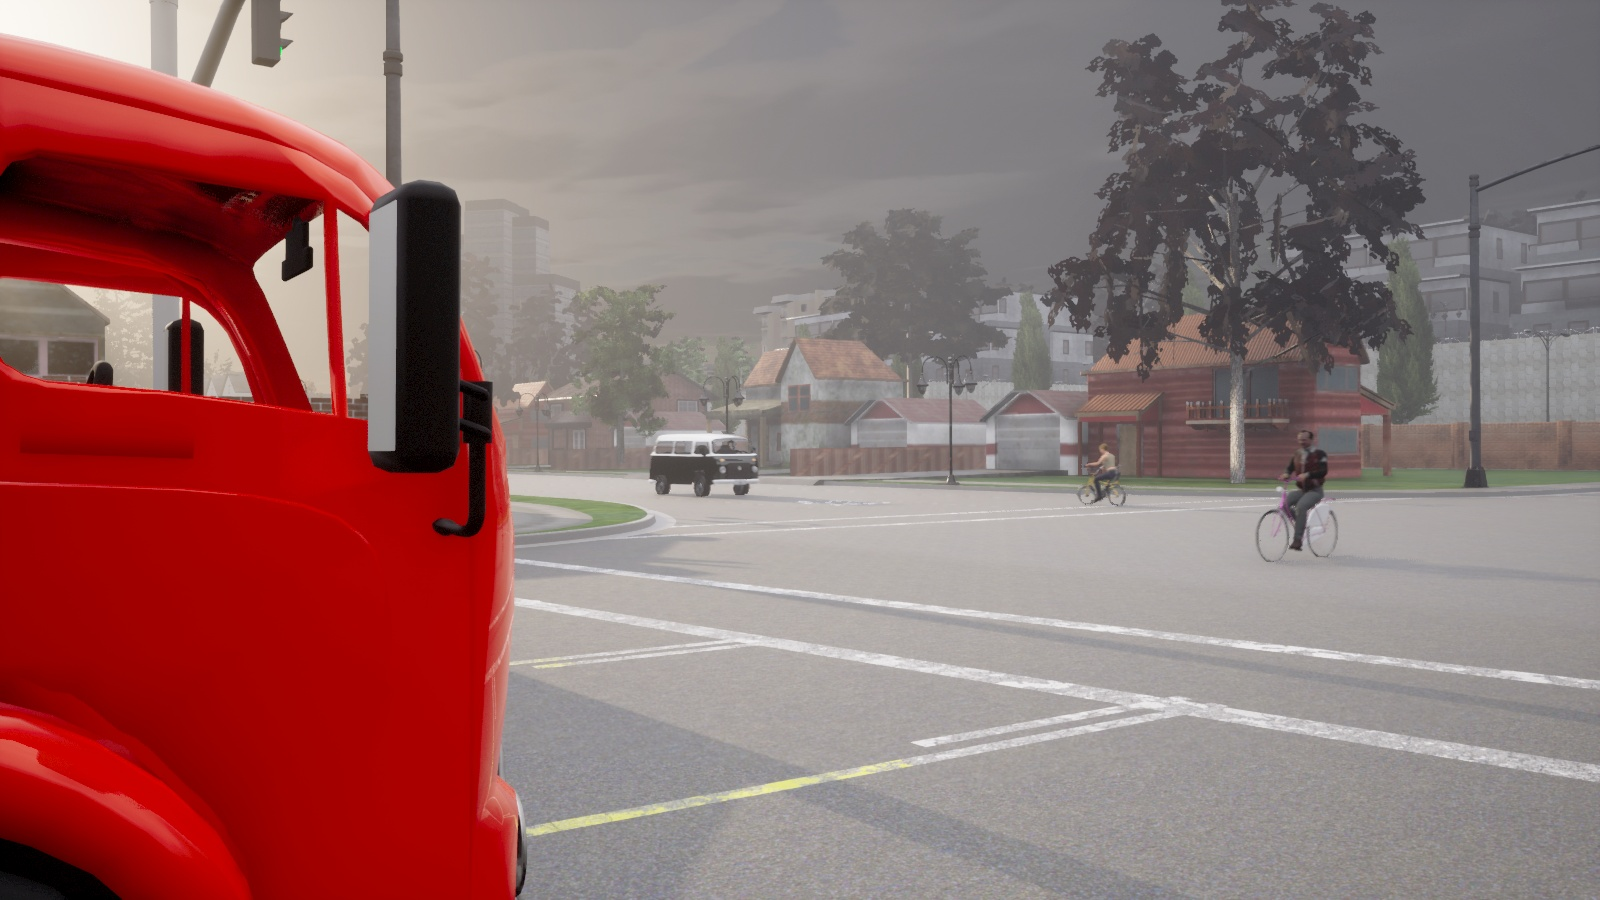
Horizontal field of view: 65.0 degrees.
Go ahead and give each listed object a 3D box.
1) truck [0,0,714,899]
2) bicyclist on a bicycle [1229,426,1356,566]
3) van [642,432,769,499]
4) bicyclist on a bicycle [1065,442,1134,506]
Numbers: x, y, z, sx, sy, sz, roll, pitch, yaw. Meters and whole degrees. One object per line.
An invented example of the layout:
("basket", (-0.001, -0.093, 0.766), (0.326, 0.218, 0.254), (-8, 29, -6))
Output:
("truck", (-3.027, 0.263, 1.582), (5.204, 2.467, 2.627), (0, 0, -34))
("bicyclist on a bicycle", (6.601, 0.583, 16.781), (1.843, 1.776, 0.659), (0, 0, -35))
("van", (-3.145, 0.483, 40.970), (2.069, 2.038, 4.480), (-1, 0, -36))
("bicyclist on a bicycle", (7.707, 0.615, 32.349), (0.866, 1.612, 1.509), (0, -1, -39))
